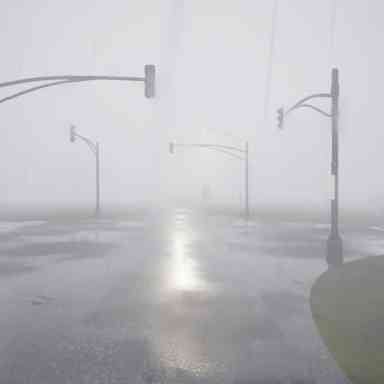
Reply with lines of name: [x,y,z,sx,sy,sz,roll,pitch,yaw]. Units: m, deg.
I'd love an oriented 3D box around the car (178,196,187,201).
car: [-2.234,1.559,79.963,1.895,1.301,4.718,0,0,-4]

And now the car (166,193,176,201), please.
car: [-4.617,1.013,73.981,2.097,1.767,4.553,0,0,-3]

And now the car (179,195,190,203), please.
car: [-1.630,1.384,69.889,2.097,1.767,4.553,0,0,-3]
